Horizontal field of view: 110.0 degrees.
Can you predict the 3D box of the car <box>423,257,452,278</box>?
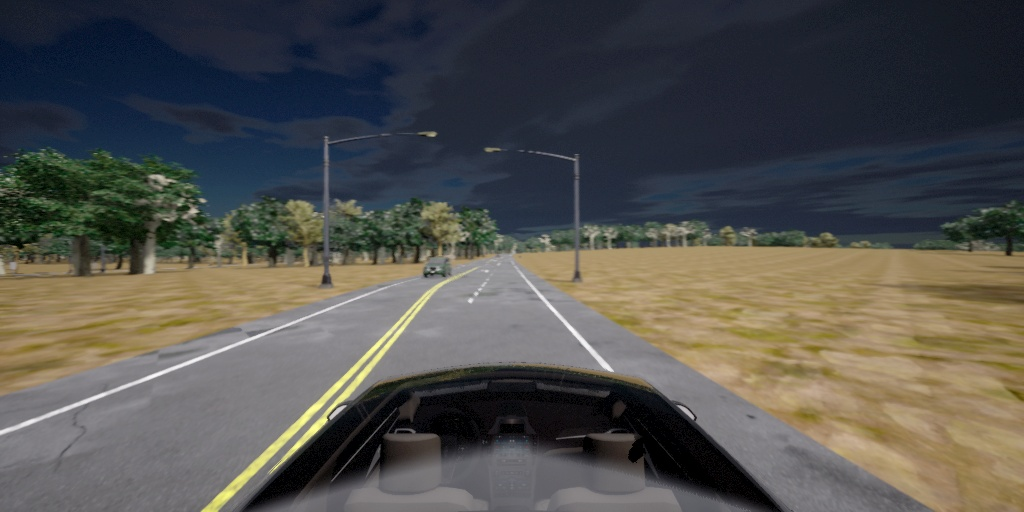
[{"bbox_3d":[-7.636,1.179,37.163,2.150,2.045,5.566,0,0,-1],"label":"car"}]
